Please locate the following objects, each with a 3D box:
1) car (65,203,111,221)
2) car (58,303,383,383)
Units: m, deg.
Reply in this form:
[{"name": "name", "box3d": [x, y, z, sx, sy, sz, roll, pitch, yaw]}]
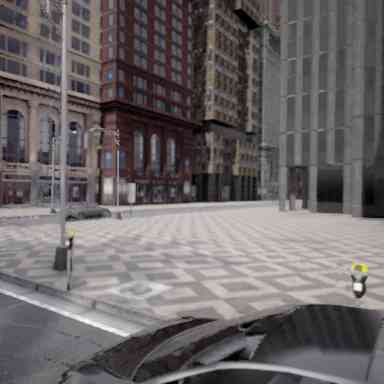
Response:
[{"name": "car", "box3d": [-8.943, 1.663, 28.382, 1.994, 1.385, 4.181, 1, 0, 35]}, {"name": "car", "box3d": [0.829, 1.566, 2.359, 4.313, 1.339, 1.947, 0, 1, 36]}]
